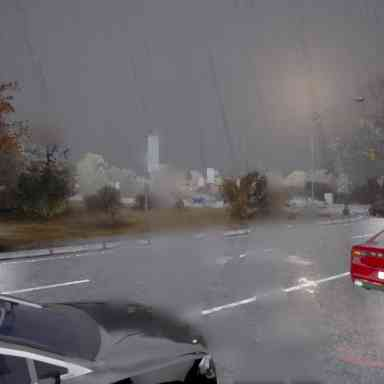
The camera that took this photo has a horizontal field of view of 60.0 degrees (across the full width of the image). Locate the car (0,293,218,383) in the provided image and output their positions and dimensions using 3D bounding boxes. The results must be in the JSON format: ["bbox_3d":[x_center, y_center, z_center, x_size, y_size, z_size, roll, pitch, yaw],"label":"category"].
[{"bbox_3d":[-1.990,1.492,2.310,4.902,1.511,2.128,0,0,-35],"label":"car"}]

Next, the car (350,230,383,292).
[{"bbox_3d":[5.726,1.445,7.825,5.008,1.535,1.882,0,0,-35],"label":"car"}]

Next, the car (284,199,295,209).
[{"bbox_3d":[9.021,1.335,39.651,2.033,1.411,5.357,-1,0,-39],"label":"car"}]

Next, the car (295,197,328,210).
[{"bbox_3d":[13.719,1.281,39.420,1.812,1.442,4.674,-1,1,-39],"label":"car"}]

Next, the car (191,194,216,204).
[{"bbox_3d":[1.910,1.117,54.129,2.097,1.767,4.553,-1,0,-39],"label":"car"}]

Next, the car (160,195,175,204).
[{"bbox_3d":[-4.808,1.305,56.950,1.837,1.490,4.892,-1,0,-38],"label":"car"}]

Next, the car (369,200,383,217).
[{"bbox_3d":[15.711,1.334,26.074,1.812,1.442,4.674,0,0,2],"label":"car"}]
